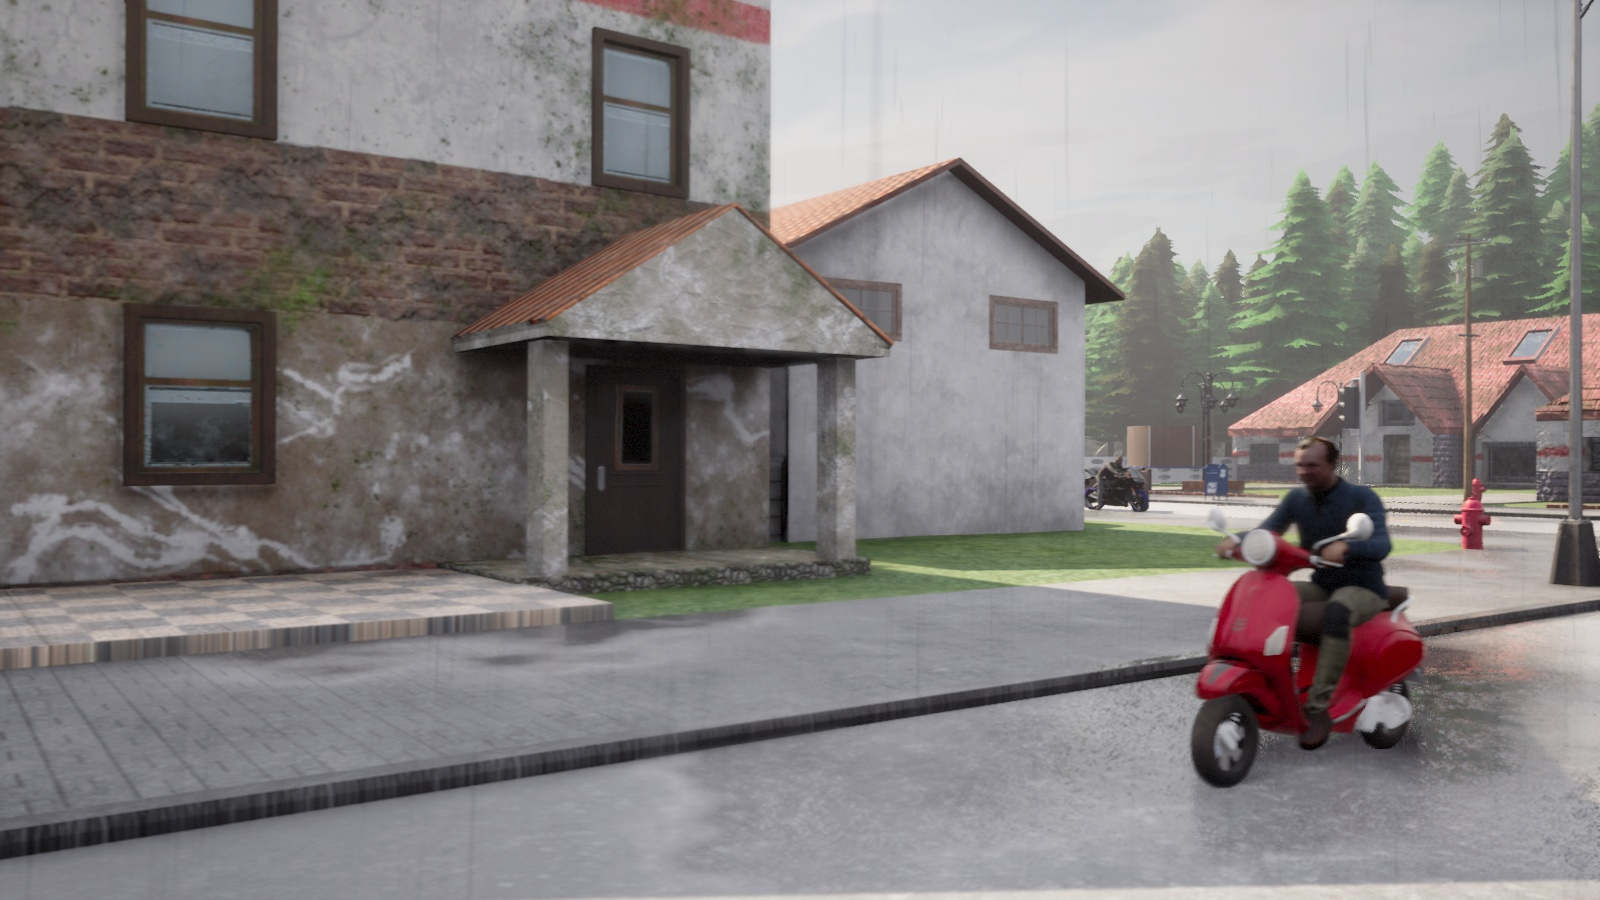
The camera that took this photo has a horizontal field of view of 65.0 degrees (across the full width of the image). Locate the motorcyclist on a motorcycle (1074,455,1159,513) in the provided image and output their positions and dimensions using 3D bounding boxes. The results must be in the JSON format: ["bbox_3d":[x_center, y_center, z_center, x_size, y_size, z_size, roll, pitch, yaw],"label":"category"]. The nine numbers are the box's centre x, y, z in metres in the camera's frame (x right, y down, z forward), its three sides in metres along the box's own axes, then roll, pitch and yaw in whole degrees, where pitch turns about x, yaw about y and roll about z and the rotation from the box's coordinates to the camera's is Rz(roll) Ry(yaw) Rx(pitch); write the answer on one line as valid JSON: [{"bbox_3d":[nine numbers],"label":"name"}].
[{"bbox_3d":[8.522,0.894,33.888,0.866,1.530,2.191,0,0,-36],"label":"motorcyclist on a motorcycle"}]

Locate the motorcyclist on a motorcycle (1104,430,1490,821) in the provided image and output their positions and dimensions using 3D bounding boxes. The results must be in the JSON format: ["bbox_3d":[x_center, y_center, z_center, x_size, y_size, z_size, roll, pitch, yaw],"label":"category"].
[{"bbox_3d":[2.401,0.718,6.001,1.817,1.590,0.866,0,0,-36],"label":"motorcyclist on a motorcycle"}]
